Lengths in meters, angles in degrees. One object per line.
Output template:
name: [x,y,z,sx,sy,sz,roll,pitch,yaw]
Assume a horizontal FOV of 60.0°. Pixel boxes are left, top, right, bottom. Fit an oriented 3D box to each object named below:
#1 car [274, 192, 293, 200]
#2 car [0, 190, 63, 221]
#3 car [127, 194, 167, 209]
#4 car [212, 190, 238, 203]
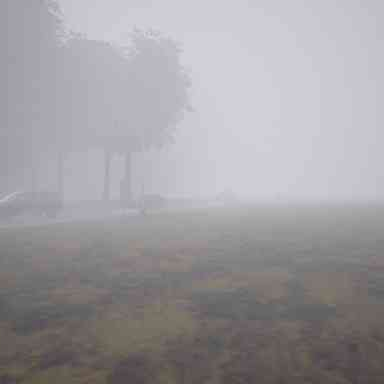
car: [16.530,0.670,59.667,1.895,1.301,4.718,1,1,36]
car: [-12.317,0.924,24.569,2.150,2.045,5.566,1,2,34]
car: [-4.712,0.976,35.175,1.837,1.490,4.892,1,2,36]
car: [4.874,0.576,48.427,2.097,1.767,4.553,1,2,36]
